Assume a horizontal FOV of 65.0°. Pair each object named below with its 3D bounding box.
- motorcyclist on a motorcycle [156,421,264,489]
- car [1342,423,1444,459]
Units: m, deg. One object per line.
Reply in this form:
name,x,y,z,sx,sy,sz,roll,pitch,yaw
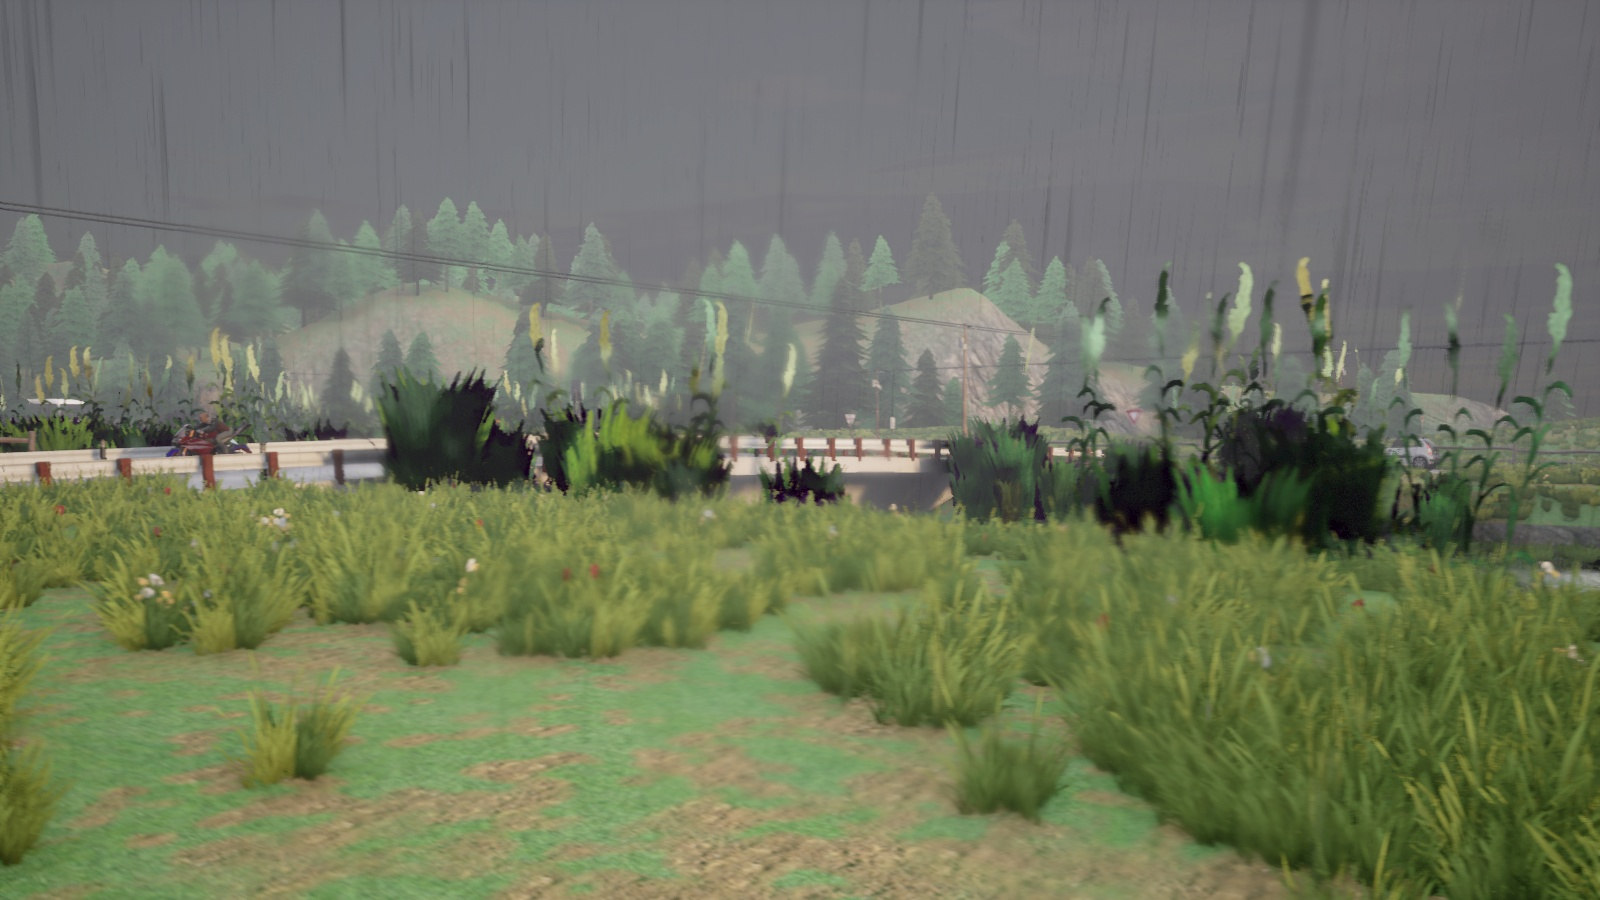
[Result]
motorcyclist on a motorcycle,-14.662,0.102,31.271,0.866,1.530,2.191,0,4,39
car,27.838,-0.428,58.991,3.988,1.617,1.851,0,1,40
